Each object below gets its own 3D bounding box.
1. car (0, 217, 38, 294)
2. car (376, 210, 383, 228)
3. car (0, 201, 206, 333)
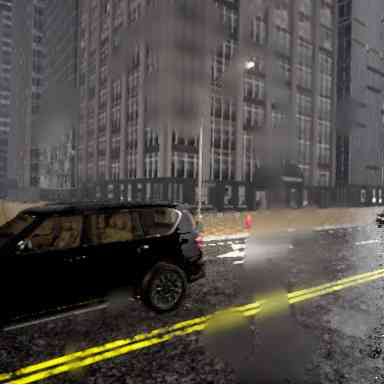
[{"bbox_3d":[-6.228,1.516,7.211,4.902,1.511,2.128,-1,1,-36],"label":"car"},{"bbox_3d":[13.801,1.600,21.543,4.902,1.511,2.128,1,0,-36],"label":"car"},{"bbox_3d":[-2.312,1.225,6.033,5.566,2.045,2.150,-1,0,-36],"label":"car"}]
